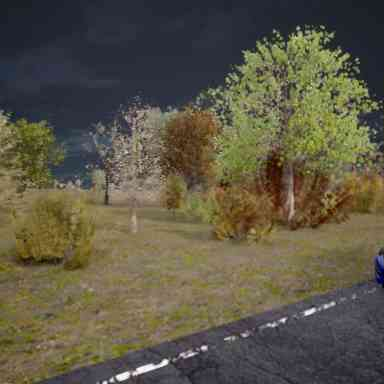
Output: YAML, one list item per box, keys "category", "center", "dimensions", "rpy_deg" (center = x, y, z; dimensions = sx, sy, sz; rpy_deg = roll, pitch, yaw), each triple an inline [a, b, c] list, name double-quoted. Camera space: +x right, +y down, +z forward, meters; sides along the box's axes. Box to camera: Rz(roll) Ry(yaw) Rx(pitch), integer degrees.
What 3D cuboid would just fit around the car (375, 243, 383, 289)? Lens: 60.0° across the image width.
- category: "car"
  center: [6.408, 1.201, 7.516]
  dimensions: [5.566, 2.045, 2.150]
  rpy_deg: [0, 0, -35]
